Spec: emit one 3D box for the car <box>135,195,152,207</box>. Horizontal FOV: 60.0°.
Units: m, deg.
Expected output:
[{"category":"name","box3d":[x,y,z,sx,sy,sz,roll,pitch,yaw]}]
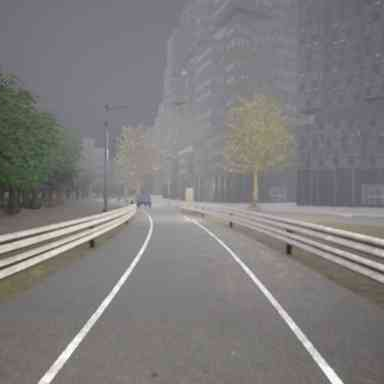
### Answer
[{"category":"car","box3d":[-8.410,1.548,57.031,2.150,2.045,5.566,0,0,-20]}]
